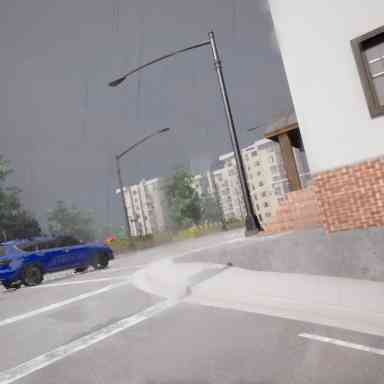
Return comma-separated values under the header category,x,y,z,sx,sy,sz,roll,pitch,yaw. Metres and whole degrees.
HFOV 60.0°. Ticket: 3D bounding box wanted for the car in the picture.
category,x,y,z,sx,sy,sz,roll,pitch,yaw
car,-6.452,3.076,15.601,2.150,2.045,5.566,-16,-9,40
